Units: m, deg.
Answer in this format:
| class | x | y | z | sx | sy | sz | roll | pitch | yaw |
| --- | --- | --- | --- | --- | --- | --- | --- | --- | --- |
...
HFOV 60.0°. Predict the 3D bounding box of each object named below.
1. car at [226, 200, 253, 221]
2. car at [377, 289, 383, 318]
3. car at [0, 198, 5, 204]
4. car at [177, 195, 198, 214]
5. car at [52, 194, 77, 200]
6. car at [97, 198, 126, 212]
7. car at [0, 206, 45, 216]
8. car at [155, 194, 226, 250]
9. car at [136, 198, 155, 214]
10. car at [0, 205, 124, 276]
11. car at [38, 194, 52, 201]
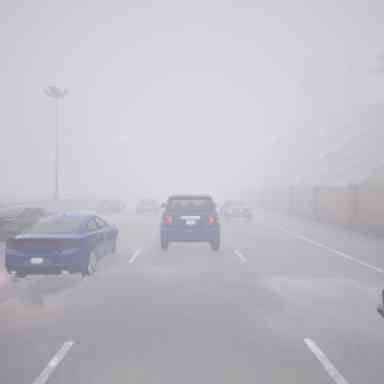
| class | x | y | z | sx | sy | sz | roll | pitch | yaw |
| --- | --- | --- | --- | --- | --- | --- | --- | --- | --- |
| car | 3.176 | 1.279 | 24.574 | 2.033 | 1.411 | 5.357 | 0 | 1 | -1 |
| car | 3.569 | 1.571 | 2.581 | 1.895 | 1.301 | 4.718 | 0 | 1 | 0 |
| car | -25.361 | 1.104 | 41.248 | 2.033 | 1.411 | 5.357 | 0 | 1 | -1 |
| car | -0.478 | 1.131 | 31.902 | 1.882 | 1.535 | 5.008 | 0 | 1 | -1 |
| car | -18.494 | 0.995 | 49.205 | 1.812 | 1.442 | 4.674 | 0 | 0 | -1 |
| car | -7.457 | 1.230 | 30.817 | 1.994 | 1.385 | 4.181 | 0 | 1 | -1 |
| car | -7.116 | 1.350 | 14.275 | 1.837 | 1.490 | 4.892 | 0 | 1 | -1 |
| car | -0.101 | 1.071 | 13.734 | 2.150 | 2.045 | 5.566 | 0 | 1 | -1 |
| car | -3.956 | 1.230 | 30.812 | 1.994 | 1.385 | 4.181 | 0 | 1 | -1 |
| car | -3.535 | 1.368 | 9.984 | 1.882 | 1.535 | 5.008 | 0 | 1 | -1 |
| car | -22.020 | 0.988 | 51.917 | 2.033 | 1.411 | 5.357 | 0 | 1 | -1 |
